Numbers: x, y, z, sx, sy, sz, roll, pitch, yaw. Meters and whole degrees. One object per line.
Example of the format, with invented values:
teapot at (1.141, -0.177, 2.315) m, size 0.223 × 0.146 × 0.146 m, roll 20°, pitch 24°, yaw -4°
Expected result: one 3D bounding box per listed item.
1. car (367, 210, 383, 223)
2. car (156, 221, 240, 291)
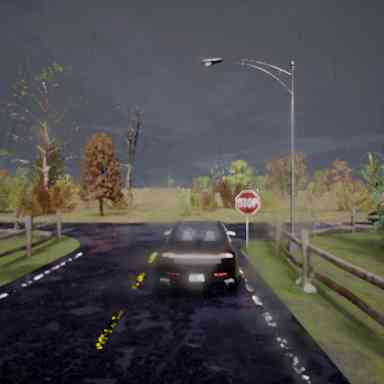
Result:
car at (14.935, 1.637, 23.925) m, size 4.181 × 1.385 × 1.994 m, roll 0°, pitch 0°, yaw 1°
car at (0.203, 1.533, 9.136) m, size 2.128 × 1.511 × 4.902 m, roll 0°, pitch 0°, yaw 2°
